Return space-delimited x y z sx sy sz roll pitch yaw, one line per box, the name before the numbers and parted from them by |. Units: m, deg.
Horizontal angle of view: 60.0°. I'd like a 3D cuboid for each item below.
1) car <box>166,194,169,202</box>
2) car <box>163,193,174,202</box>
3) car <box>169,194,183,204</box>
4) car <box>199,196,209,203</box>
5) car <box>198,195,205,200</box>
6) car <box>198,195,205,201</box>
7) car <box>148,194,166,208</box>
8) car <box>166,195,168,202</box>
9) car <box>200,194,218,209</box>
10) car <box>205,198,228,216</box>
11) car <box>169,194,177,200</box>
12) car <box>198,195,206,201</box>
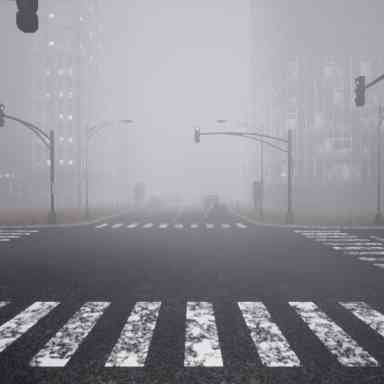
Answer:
car | -5.340 1.403 70.748 1.967 1.590 4.097 -1 0 0
car | -5.343 1.273 76.273 2.192 1.841 5.009 -1 0 0
car | -2.762 1.320 64.366 2.097 1.767 4.553 0 0 0
car | 2.541 1.508 70.774 1.887 1.381 4.507 -1 0 0
car | 2.537 1.489 92.873 1.887 1.381 4.507 -1 0 0
car | 2.538 1.474 87.518 1.752 1.417 4.829 -1 0 0
car | -5.336 1.419 48.650 1.967 1.590 4.097 -1 0 0
car | -5.335 1.557 54.175 1.802 1.307 4.206 -1 0 0
car | 2.531 1.297 43.152 2.192 1.841 5.009 -1 0 0
car | 2.516 1.569 32.102 1.802 1.307 4.206 -1 0 0
car | -5.345 1.384 92.846 1.967 1.590 4.097 -1 0 0
car | 2.540 1.536 81.824 1.802 1.307 4.206 -1 0 0
